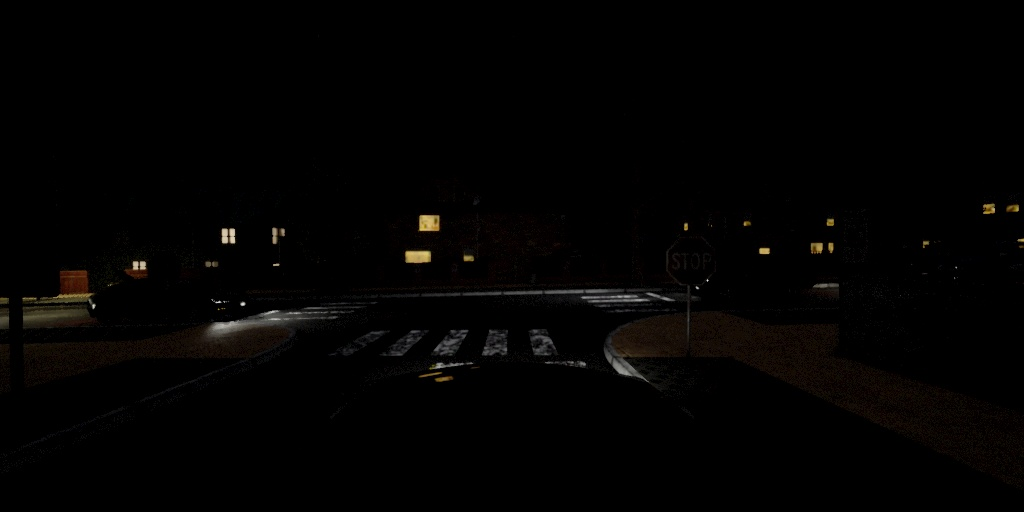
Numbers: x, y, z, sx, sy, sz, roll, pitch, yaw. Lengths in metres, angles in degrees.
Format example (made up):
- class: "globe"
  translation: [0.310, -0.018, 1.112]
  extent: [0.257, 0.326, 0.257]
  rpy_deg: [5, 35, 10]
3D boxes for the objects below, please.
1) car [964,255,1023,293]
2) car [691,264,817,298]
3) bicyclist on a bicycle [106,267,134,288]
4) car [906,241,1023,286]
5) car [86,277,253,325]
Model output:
- class: "car"
  translation: [19.867, 0.777, 12.913]
  extent: [4.674, 1.442, 1.812]
  rpy_deg: [-1, 1, 0]
- class: "car"
  translation: [10.340, 1.032, 15.777]
  extent: [4.718, 1.301, 1.895]
  rpy_deg: [-1, 1, 0]
- class: "bicyclist on a bicycle"
  translation: [-20.223, 1.409, 18.521]
  extent: [0.582, 1.620, 1.656]
  rpy_deg: [-1, 1, 0]
- class: "car"
  translation: [20.985, 0.402, 15.823]
  extent: [5.566, 2.045, 2.150]
  rpy_deg: [-1, 1, 0]
- class: "car"
  translation: [-11.963, 1.508, 12.705]
  extent: [4.892, 1.490, 1.837]
  rpy_deg: [-1, 1, 0]
